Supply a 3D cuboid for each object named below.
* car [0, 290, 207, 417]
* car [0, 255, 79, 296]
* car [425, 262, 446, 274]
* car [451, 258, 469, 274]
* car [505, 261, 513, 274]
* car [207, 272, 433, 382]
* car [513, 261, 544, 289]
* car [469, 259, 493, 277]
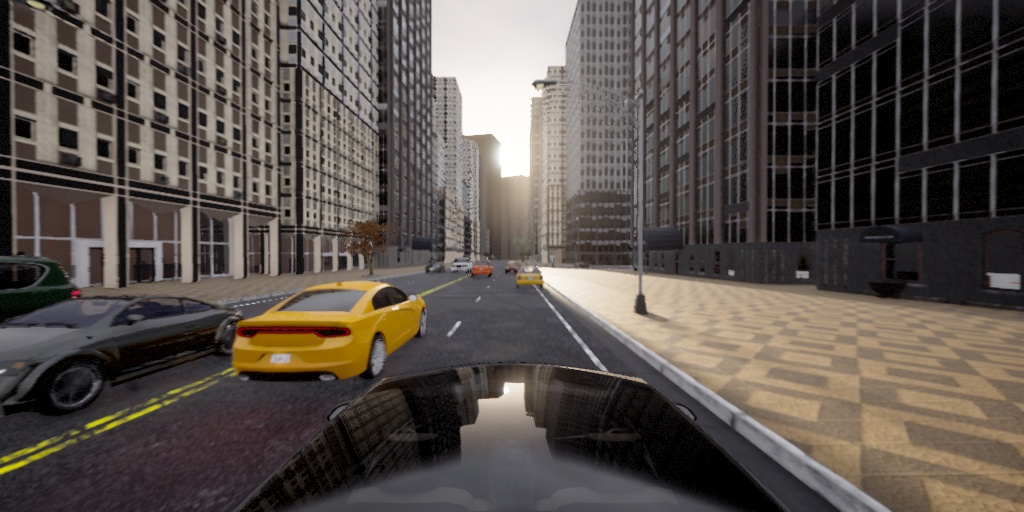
[{"bbox_3d":[-6.599,1.338,5.872,1.994,1.385,4.181,0,0,0],"label":"car"},{"bbox_3d":[-9.852,0.991,4.993,2.150,2.045,5.566,0,0,0],"label":"car"},{"bbox_3d":[-9.830,1.499,46.279,2.128,1.511,4.902,0,0,0],"label":"car"},{"bbox_3d":[-6.583,1.234,47.045,2.150,2.045,5.566,0,0,0],"label":"car"},{"bbox_3d":[0.031,1.615,47.132,1.895,1.301,4.718,0,0,0],"label":"car"},{"bbox_3d":[-3.151,1.260,7.359,1.882,1.535,5.008,0,0,0],"label":"car"},{"bbox_3d":[1.135,1.338,24.539,1.801,1.575,5.366,0,0,0],"label":"car"},{"bbox_3d":[-3.153,1.318,39.033,2.097,1.767,4.553,0,0,0],"label":"car"}]
